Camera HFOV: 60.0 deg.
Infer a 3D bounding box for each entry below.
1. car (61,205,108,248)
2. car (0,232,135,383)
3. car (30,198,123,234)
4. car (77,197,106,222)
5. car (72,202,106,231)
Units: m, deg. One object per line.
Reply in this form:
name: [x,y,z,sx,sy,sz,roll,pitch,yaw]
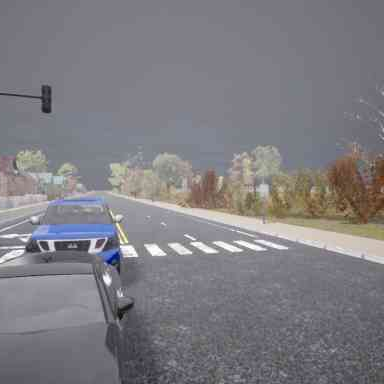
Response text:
car: [-5.045,1.498,16.016,1.837,1.490,4.892,0,0,-15]
car: [-1.700,1.524,3.868,1.812,1.442,4.674,0,0,-13]
car: [-3.364,1.218,9.951,2.150,2.045,5.566,0,0,-15]
car: [-8.219,1.337,27.482,2.097,1.767,4.553,0,0,-16]
car: [-6.636,1.468,21.755,1.882,1.535,5.008,0,0,-16]
